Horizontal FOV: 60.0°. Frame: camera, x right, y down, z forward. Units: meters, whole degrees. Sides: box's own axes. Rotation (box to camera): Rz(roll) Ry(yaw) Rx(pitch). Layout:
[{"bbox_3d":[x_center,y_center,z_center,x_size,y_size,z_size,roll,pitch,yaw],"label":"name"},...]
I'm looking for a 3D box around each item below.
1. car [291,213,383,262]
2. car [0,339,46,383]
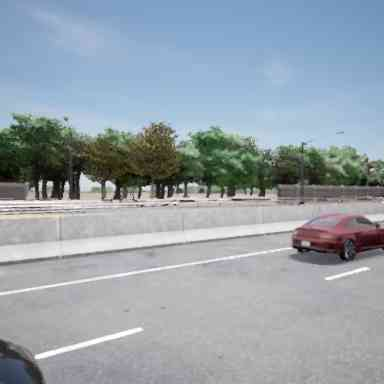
[{"bbox_3d":[5.514,1.485,11.995,4.674,1.442,1.812,0,0,-36],"label":"car"},{"bbox_3d":[-3.223,1.513,1.447,4.892,1.490,1.837,0,0,-35],"label":"car"}]
